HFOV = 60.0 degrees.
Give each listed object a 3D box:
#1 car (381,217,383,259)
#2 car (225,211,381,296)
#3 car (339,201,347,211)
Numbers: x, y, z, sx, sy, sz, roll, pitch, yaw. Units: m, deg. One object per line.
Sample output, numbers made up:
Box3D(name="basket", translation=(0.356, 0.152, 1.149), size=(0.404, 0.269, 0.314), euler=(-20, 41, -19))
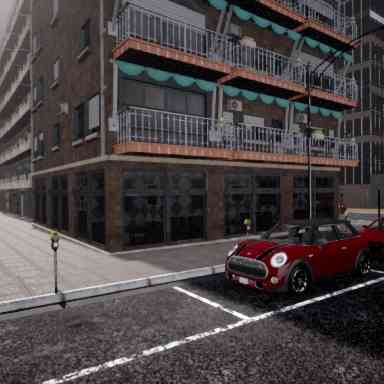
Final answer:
Box3D(name="car", translation=(7.264, 1.543, 11.743), size=(4.507, 1.381, 1.887), euler=(0, -1, -35))
Box3D(name="car", translation=(2.764, 1.439, 8.538), size=(4.097, 1.590, 1.967), euler=(0, -1, -35))
Box3D(name="car", translation=(16.533, 1.746, 40.629), size=(1.967, 1.590, 4.097), euler=(-2, 0, -36))
